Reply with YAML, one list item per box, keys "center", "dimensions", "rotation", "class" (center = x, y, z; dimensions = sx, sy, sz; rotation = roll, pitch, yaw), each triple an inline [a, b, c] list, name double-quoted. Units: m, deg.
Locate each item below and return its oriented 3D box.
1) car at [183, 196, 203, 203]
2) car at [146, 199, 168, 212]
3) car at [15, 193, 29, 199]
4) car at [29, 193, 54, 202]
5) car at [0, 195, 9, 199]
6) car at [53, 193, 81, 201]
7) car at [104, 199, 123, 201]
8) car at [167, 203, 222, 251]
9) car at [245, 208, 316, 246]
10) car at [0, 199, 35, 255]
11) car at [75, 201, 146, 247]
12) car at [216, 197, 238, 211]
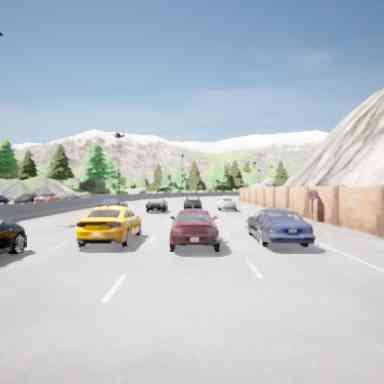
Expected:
- center: [0.090, 1.179, 34.485]
  dimensions: [2.128, 1.511, 4.902]
  rotation: [0, 1, 0]
  class: "car"
- center: [-3.409, 1.301, 33.144]
  dimensions: [1.895, 1.301, 4.718]
  rotation: [0, 1, 0]
  class: "car"
- center: [-24.551, 0.903, 49.796]
  dimensions: [2.097, 1.767, 4.553]
  rotation: [0, 0, 1]
  class: "car"
- center: [-21.066, 0.917, 48.196]
  dimensions: [2.097, 1.767, 4.553]
  rotation: [0, 0, 0]
  class: "car"
- center: [-28.068, 1.096, 47.669]
  dimensions: [1.812, 1.442, 4.674]
  rotation: [0, 1, 0]
  class: "car"
- center: [-17.594, 1.058, 48.078]
  dimensions: [2.128, 1.511, 4.902]
  rotation: [0, 1, 0]
  class: "car"
- center: [-6.908, 1.281, 29.401]
  dimensions: [2.033, 1.411, 5.357]
  rotation: [0, 1, 0]
  class: "car"
- center: [0.084, 1.403, 13.413]
  dimensions: [1.812, 1.442, 4.674]
  rotation: [0, 1, 0]
  class: "car"
- center: [3.596, 1.416, 14.381]
  dimensions: [2.033, 1.411, 5.357]
  rotation: [0, 1, 0]
  class: "car"
- center: [-6.905, 1.262, 9.930]
  dimensions: [2.097, 1.767, 4.553]
  rotation: [0, 1, 0]
  class: "car"
- center: [-3.404, 1.347, 14.341]
  dimensions: [1.882, 1.535, 5.008]
  rotation: [0, 1, 0]
  class: "car"
- center: [3.590, 1.207, 35.145]
  dimensions: [1.812, 1.442, 4.674]
  rotation: [0, 1, 0]
  class: "car"
